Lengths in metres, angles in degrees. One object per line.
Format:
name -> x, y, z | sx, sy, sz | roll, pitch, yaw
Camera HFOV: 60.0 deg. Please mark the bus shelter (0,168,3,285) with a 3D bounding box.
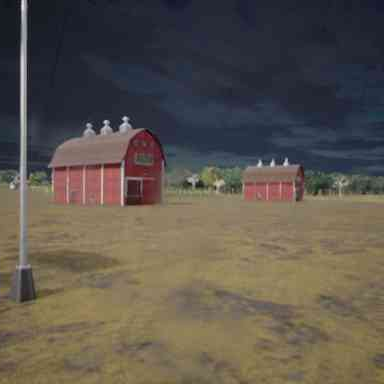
bus shelter -> -6.618, 0.798, 8.230 | 3.880, 2.740, 1.920 | 1, 0, 36
